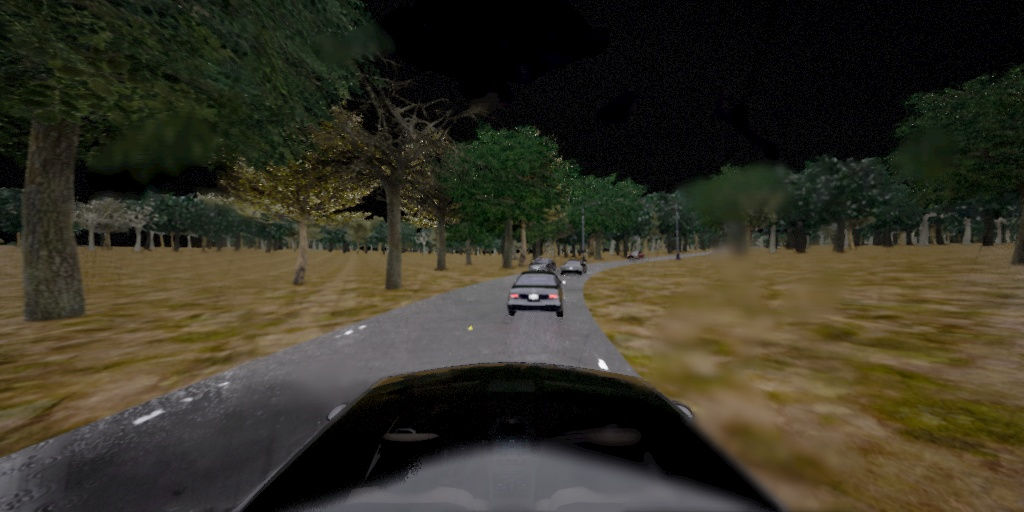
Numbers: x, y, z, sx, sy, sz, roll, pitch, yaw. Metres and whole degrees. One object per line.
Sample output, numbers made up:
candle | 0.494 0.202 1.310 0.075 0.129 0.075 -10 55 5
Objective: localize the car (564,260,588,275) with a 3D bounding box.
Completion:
car | 5.849 1.010 33.449 1.994 1.385 4.181 0 1 19

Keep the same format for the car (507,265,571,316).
car | 0.976 1.249 13.196 2.033 1.411 5.357 0 0 7

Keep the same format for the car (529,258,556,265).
car | 2.957 0.929 34.893 2.128 1.511 4.902 0 1 20
